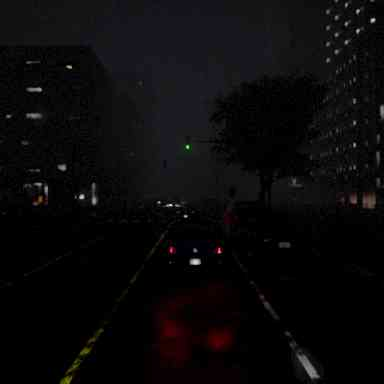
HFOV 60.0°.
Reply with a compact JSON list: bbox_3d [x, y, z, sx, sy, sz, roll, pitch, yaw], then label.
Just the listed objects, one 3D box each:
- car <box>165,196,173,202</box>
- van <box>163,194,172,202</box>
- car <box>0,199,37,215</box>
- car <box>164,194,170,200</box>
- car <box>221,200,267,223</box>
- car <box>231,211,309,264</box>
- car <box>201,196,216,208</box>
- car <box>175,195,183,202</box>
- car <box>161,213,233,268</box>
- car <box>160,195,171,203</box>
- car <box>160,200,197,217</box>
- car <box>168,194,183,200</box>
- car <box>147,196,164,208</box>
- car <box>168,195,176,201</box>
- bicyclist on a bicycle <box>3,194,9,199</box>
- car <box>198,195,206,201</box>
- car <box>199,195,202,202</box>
[{"bbox_3d":[-5.726,1.695,82.814,1.802,1.307,4.206,0,0,0],"label":"car"},{"bbox_3d":[-5.723,1.442,77.283,1.690,1.788,3.998,0,0,0],"label":"van"},{"bbox_3d":[-16.439,1.365,30.208,4.403,1.369,2.008,1,-1,-1],"label":"car"},{"bbox_3d":[-5.716,1.619,60.684,2.008,1.369,4.403,0,0,0],"label":"car"},{"bbox_3d":[2.684,1.328,17.234,2.192,1.841,5.009,0,0,0],"label":"car"},{"bbox_3d":[2.686,1.575,11.711,1.947,1.339,4.313,0,0,0],"label":"car"},{"bbox_3d":[2.669,1.594,49.622,1.887,1.381,4.507,0,0,0],"label":"car"},{"bbox_3d":[-3.034,1.577,79.415,1.882,1.535,5.008,0,0,0],"label":"car"},{"bbox_3d":[0.093,1.609,11.240,1.895,1.301,4.718,0,0,0],"label":"car"},{"bbox_3d":[-5.721,1.530,71.749,1.967,1.590,4.097,0,0,0],"label":"car"},{"bbox_3d":[-1.137,1.623,28.430,1.895,1.301,4.718,0,0,-16],"label":"car"},{"bbox_3d":[-3.054,1.566,63.334,2.128,1.511,4.902,0,0,0],"label":"car"},{"bbox_3d":[-5.711,1.600,49.618,2.008,1.369,4.403,0,0,0],"label":"car"},{"bbox_3d":[-5.731,1.578,93.880,1.967,1.590,4.097,0,0,0],"label":"car"},{"bbox_3d":[-23.187,1.043,41.455,0.582,1.620,1.656,1,0,-1],"label":"bicyclist on a bicycle"},{"bbox_3d":[2.652,1.650,88.521,1.752,1.417,4.829,0,0,0],"label":"car"},{"bbox_3d":[2.664,1.594,60.857,1.752,1.417,4.829,0,0,0],"label":"car"}]
